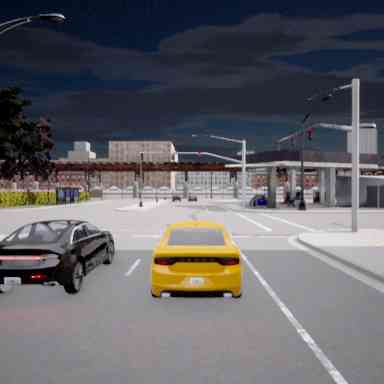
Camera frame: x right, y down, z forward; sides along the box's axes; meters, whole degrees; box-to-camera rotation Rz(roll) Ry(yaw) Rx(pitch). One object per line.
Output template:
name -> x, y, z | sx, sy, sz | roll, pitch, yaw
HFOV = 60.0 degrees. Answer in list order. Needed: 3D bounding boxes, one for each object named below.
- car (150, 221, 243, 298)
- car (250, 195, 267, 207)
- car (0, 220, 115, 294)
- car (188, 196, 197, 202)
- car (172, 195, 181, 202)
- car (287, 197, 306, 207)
car -> 0.100, 1.471, 8.554 | 1.882, 1.535, 5.008 | 0, 0, 0
car -> 9.816, 1.271, 48.826 | 2.242, 1.667, 4.611 | 0, 0, 0
car -> -3.399, 1.477, 8.770 | 2.128, 1.511, 4.902 | 0, 0, 0
car -> 0.157, 1.473, 73.522 | 1.994, 1.385, 4.181 | 0, 0, 0
car -> -3.342, 1.414, 73.529 | 1.837, 1.490, 4.892 | 0, 0, 0
car -> 15.562, 1.444, 49.577 | 1.970, 1.475, 3.806 | 0, 0, 0
